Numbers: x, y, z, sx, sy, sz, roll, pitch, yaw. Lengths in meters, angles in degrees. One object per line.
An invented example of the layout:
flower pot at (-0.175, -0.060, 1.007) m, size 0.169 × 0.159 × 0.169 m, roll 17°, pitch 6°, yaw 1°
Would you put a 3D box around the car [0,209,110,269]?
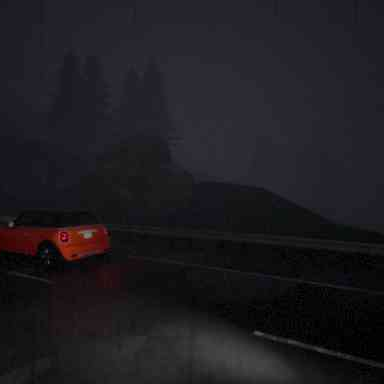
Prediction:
car at (-4.969, 1.346, 11.286) m, size 4.553 × 1.767 × 2.097 m, roll 0°, pitch 0°, yaw 32°
